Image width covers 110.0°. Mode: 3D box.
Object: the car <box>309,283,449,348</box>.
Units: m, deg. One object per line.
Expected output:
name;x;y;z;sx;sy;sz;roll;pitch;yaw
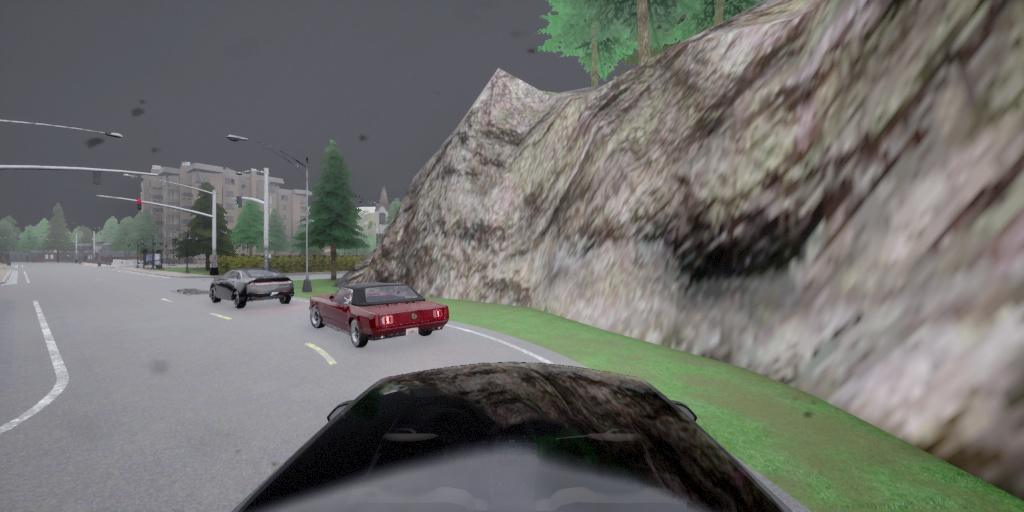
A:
car;-3.713;1.351;9.393;1.895;1.301;4.718;0;0;-44

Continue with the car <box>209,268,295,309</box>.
car;-11.016;1.242;15.103;4.902;1.511;2.128;0;0;36
